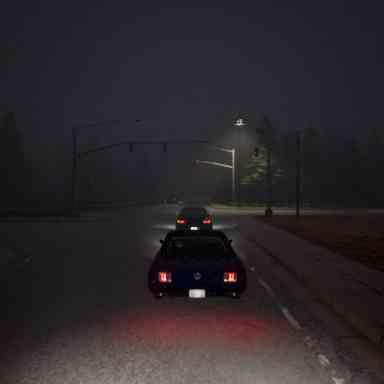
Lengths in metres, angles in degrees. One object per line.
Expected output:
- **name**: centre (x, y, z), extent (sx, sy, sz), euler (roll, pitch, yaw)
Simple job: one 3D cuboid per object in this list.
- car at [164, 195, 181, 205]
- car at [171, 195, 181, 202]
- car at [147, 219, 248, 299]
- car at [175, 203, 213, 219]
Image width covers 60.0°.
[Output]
- **car**: centre (-3.567, 1.285, 57.442), extent (2.097, 1.767, 4.553), euler (0, 0, 0)
- **car**: centre (-3.422, 1.467, 73.092), extent (1.994, 1.385, 4.181), euler (0, 0, 1)
- **car**: centre (0.101, 1.591, 8.384), extent (1.895, 1.301, 4.718), euler (0, 0, 0)
- **car**: centre (0.104, 1.502, 17.439), extent (1.812, 1.442, 4.674), euler (0, 0, 0)
